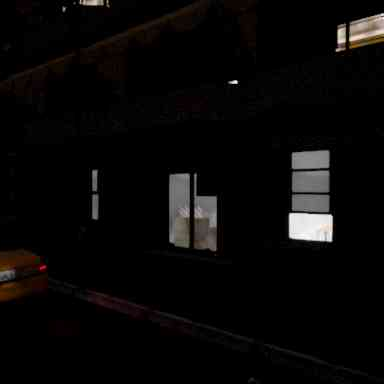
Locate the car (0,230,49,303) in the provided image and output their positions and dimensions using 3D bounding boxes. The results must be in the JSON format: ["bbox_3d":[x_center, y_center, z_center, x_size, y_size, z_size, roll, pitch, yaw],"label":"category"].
[{"bbox_3d":[-5.122,1.292,6.909,5.366,1.575,1.801,1,1,35],"label":"car"}]
